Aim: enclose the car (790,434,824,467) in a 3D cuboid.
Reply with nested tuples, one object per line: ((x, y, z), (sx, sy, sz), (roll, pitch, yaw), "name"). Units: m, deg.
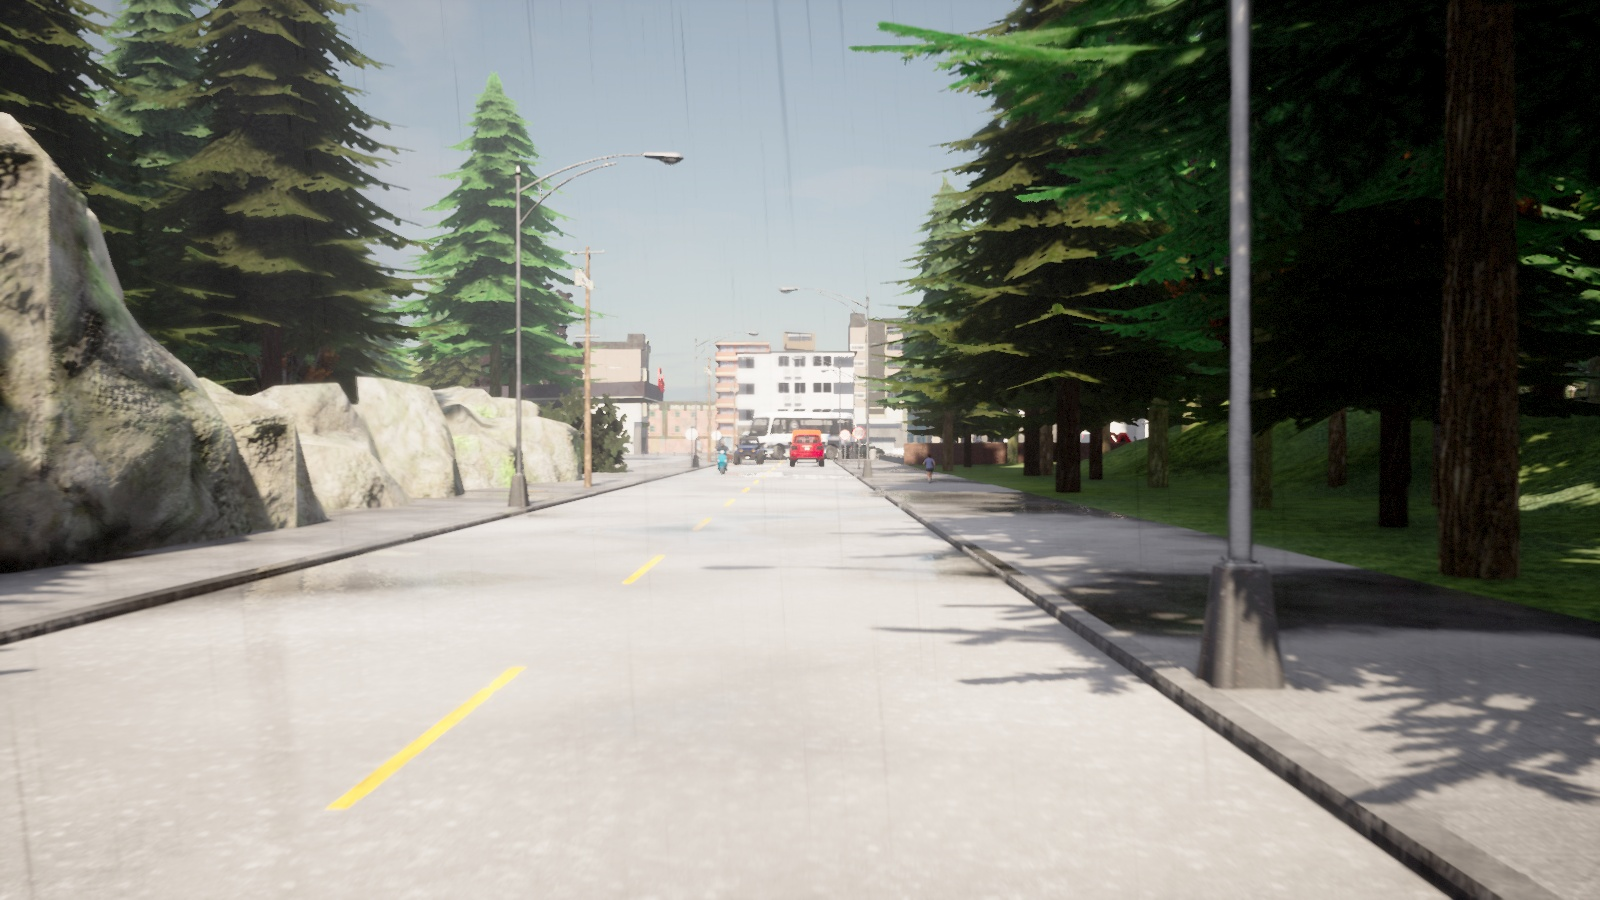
((0.449, 0.012, 80.524), (2.150, 2.045, 5.566), (0, 0, 0), "car")

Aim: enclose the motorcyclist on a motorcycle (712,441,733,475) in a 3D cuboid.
((-3.648, 0.365, 58.996), (0.866, 1.590, 1.817), (0, 1, 0), "motorcyclist on a motorcycle")

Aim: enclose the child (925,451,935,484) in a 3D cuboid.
((4.446, 0.597, 43.001), (0.255, 1.110, 0.394), (0, 0, -5), "child")

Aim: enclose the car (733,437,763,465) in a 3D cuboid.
((-3.529, 0.057, 85.718), (1.905, 1.878, 3.866), (0, 0, 0), "car")

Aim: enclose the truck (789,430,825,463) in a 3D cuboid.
((0.510, -0.273, 94.570), (2.627, 2.467, 5.204), (0, 0, 0), "truck")
